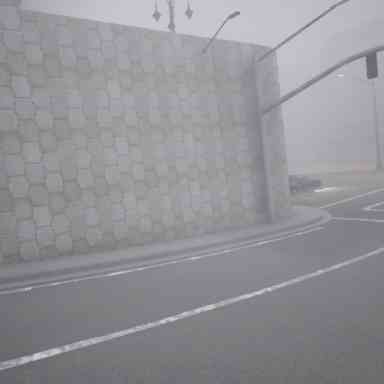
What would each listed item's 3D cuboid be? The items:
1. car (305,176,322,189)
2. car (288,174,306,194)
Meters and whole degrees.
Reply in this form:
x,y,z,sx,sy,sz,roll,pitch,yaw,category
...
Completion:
x,y,z,sx,sy,sz,roll,pitch,yaw,category
9.623,-0.904,30.398,1.994,1.385,4.181,-10,6,-34,car
6.801,-0.601,28.335,2.097,1.767,4.553,-10,6,-35,car
